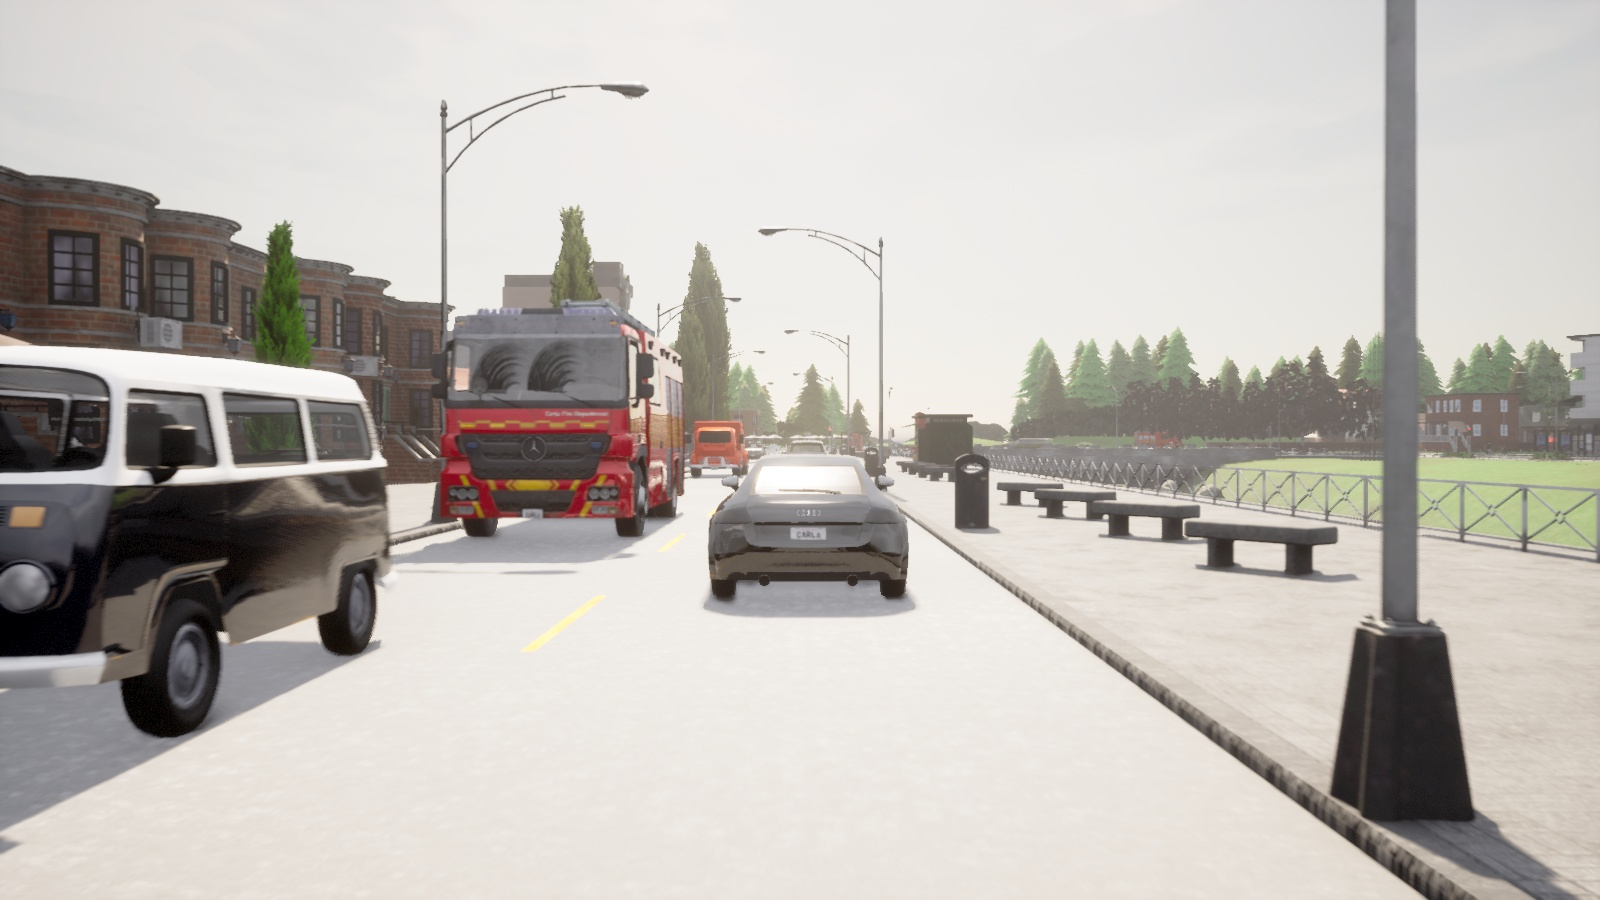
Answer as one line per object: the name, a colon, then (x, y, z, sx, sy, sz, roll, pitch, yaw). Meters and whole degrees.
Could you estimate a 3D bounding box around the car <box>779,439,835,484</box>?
car: (0.270, 0.404, 48.305, 2.033, 1.649, 4.856, 0, 0, 0)

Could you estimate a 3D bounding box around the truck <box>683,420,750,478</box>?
truck: (-3.686, -0.063, 56.627, 2.627, 2.467, 5.204, 0, 0, 0)

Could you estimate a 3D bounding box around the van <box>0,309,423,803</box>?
van: (-3.946, 0.425, 7.425, 2.069, 2.038, 4.480, 0, 0, 0)

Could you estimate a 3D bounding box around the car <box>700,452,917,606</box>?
car: (0.087, 0.733, 13.638, 1.994, 1.385, 4.181, 0, 0, 0)

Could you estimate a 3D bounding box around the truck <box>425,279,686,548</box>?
truck: (-3.870, -0.546, 22.142, 2.891, 3.827, 8.468, 0, 0, 0)

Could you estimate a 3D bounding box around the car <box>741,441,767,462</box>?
car: (-3.480, 0.103, 95.559, 1.851, 1.617, 3.988, 0, 0, 0)
